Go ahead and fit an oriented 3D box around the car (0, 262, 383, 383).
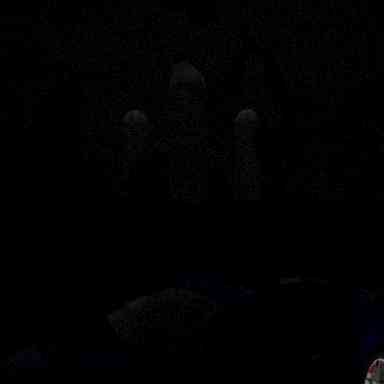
[{"bbox_3d":[0.248,1.527,3.247,4.674,1.442,1.812,0,0,-35],"label":"car"}]
